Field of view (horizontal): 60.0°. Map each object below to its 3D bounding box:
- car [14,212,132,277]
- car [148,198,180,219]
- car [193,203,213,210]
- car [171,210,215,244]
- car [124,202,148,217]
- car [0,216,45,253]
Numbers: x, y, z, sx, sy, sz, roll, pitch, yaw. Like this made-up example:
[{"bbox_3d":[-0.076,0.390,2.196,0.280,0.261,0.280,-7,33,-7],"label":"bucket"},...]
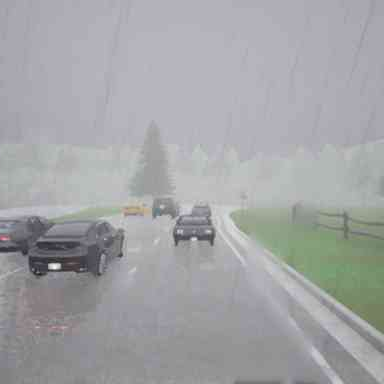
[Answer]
[{"bbox_3d":[-3.401,1.617,10.657,1.837,1.490,4.892,0,-1,0],"label":"car"},{"bbox_3d":[-2.532,1.567,33.236,2.150,2.045,5.566,0,-1,5],"label":"car"},{"bbox_3d":[1.083,1.845,34.089,2.128,1.511,4.902,0,-1,5],"label":"car"},{"bbox_3d":[0.106,1.775,16.663,1.895,1.301,4.718,0,-1,0],"label":"car"},{"bbox_3d":[-5.780,1.848,35.689,1.882,1.535,5.008,0,-1,6],"label":"car"},{"bbox_3d":[-6.901,1.691,13.761,2.033,1.411,5.357,0,-1,0],"label":"car"}]
